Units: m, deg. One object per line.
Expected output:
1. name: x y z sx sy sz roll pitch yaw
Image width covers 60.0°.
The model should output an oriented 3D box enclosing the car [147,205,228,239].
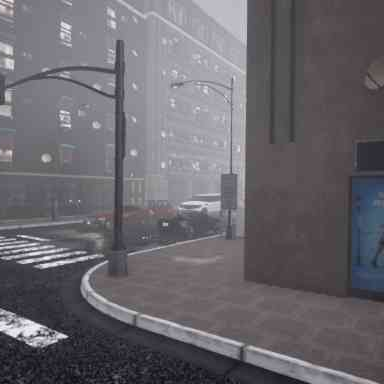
1. car: -0.081 1.599 17.733 1.947 1.339 4.313 1 1 35

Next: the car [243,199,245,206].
1. car: 7.017 1.289 37.261 2.097 1.767 4.553 1 1 35

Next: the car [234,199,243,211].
1. car: 3.096 1.223 35.979 2.192 1.841 5.009 1 1 35

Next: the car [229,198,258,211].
1. car: 6.302 1.483 40.556 1.802 1.307 4.206 1 1 35

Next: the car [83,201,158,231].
1. car: -4.530 1.487 20.820 1.812 1.442 4.674 1 1 35

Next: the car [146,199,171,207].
1. car: -3.322 1.362 26.830 1.967 1.590 4.097 1 1 35

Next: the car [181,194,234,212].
1. car: 1.144 1.171 28.905 2.150 2.045 5.566 1 1 35
